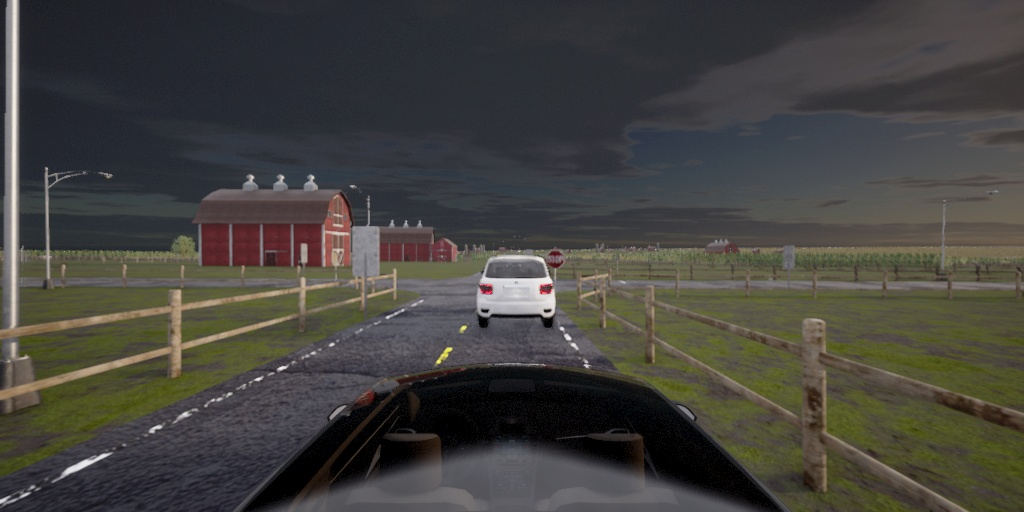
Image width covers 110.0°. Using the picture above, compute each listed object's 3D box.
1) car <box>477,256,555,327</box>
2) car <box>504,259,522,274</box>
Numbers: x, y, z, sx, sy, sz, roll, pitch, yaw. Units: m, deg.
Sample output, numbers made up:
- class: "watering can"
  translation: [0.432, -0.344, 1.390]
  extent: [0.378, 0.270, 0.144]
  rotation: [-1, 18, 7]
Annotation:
- class: "car"
  translation: [0.114, 1.014, 11.859]
  extent: [2.150, 2.045, 5.566]
  rotation: [0, 0, 0]
- class: "car"
  translation: [0.162, 1.279, 44.053]
  extent: [2.097, 1.767, 4.553]
  rotation: [0, 0, 0]
